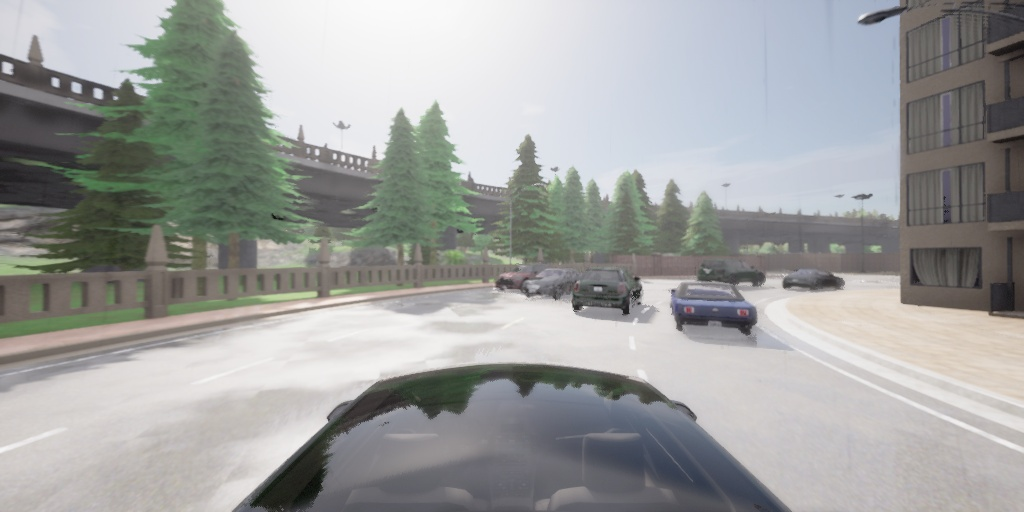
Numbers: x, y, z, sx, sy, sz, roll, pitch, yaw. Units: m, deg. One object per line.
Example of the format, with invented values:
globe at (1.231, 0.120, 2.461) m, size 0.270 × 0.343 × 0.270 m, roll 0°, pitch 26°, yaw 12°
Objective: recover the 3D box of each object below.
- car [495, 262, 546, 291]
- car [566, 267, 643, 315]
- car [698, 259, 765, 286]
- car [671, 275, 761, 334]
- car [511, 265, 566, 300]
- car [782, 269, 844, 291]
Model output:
car at (0.988, 1.285, 22.820) m, size 2.097 × 1.767 × 4.553 m, roll 0°, pitch -1°, yaw 40°
car at (4.037, 1.231, 14.684) m, size 2.097 × 1.767 × 4.553 m, roll 0°, pitch -1°, yaw 27°
car at (16.258, 1.263, 26.604) m, size 5.566 × 2.045 × 2.150 m, roll 1°, pitch -1°, yaw -27°
car at (6.022, 1.461, 11.189) m, size 1.895 × 1.301 × 4.718 m, roll 0°, pitch -1°, yaw 22°
car at (2.381, 1.399, 18.956) m, size 2.128 × 1.511 × 4.902 m, roll 0°, pitch -1°, yaw 35°
car at (20.743, 1.612, 24.689) m, size 4.181 × 1.385 × 1.994 m, roll 1°, pitch -1°, yaw -23°
